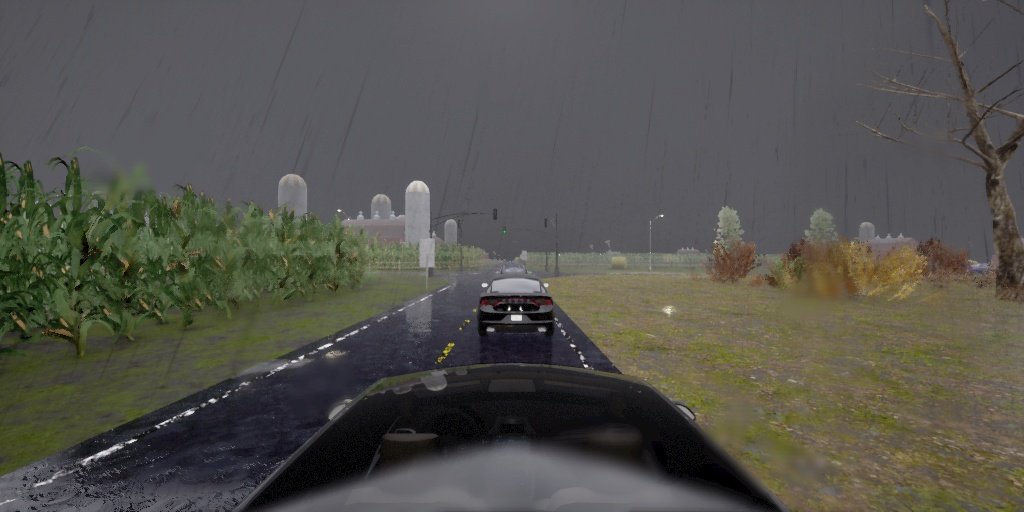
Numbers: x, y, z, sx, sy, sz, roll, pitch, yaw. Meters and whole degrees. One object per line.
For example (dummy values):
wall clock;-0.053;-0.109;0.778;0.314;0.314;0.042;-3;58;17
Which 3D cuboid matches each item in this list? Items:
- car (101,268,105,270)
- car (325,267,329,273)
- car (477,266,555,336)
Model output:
car;-41.660;0.938;37.868;4.674;1.442;1.812;0;-1;-3
car;-21.309;1.049;38.935;5.008;1.535;1.882;0;-1;-3
car;0.099;1.233;10.498;1.882;1.535;5.008;0;0;0
